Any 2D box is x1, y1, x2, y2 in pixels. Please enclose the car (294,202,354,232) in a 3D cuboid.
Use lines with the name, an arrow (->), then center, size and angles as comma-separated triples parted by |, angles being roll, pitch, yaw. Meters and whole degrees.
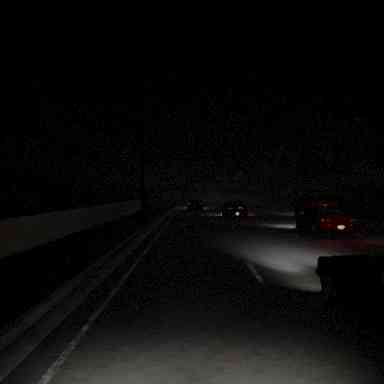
car -> 7.096, 1.502, 18.161 | 1.812, 1.442, 4.674 | 0, 0, 0

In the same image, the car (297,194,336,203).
car -> 10.617, 1.184, 28.910 | 2.150, 2.045, 5.566 | 0, 0, 0

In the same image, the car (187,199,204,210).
car -> 0.458, 1.511, 41.480 | 1.994, 1.385, 4.181 | 0, 0, 2

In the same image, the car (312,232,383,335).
car -> 3.598, 1.594, 5.088 | 1.895, 1.301, 4.718 | 0, 0, 0

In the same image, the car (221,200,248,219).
car -> 3.632, 1.468, 28.841 | 1.837, 1.490, 4.892 | 0, 0, 1
